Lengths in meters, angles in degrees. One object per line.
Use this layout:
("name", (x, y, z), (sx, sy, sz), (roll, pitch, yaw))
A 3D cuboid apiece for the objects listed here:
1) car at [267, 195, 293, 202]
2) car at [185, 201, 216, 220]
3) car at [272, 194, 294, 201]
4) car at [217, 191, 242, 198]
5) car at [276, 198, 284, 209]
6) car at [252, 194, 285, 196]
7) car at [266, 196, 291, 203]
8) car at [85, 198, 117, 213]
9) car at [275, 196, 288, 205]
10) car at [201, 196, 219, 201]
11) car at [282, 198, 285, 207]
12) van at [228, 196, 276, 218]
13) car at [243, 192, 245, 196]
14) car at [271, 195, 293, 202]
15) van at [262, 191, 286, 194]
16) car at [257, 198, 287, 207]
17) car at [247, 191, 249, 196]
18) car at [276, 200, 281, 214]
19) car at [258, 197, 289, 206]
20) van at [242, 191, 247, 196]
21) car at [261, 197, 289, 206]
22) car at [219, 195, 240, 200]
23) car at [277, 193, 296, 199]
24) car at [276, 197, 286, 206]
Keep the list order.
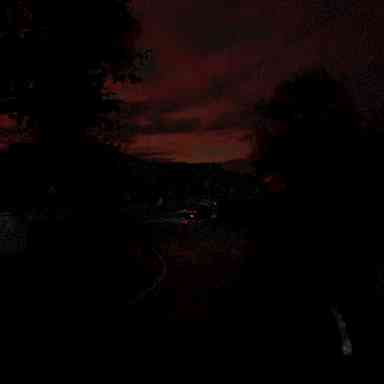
("car", (19.419, 1.385, 73.367), (5.366, 1.575, 1.946), (0, 1, 19))
("car", (0.804, 2.080, 35.000), (1.837, 1.490, 4.892), (0, 1, 19))
("car", (21.434, 1.303, 78.542), (4.892, 1.521, 2.231), (0, 1, 19))
("car", (8.767, 1.092, 82.051), (5.566, 2.045, 2.435), (0, 1, 19))
("car", (8.417, 1.913, 41.936), (5.366, 1.575, 1.946), (0, 1, 19))
("car", (12.288, 1.611, 52.338), (4.553, 1.767, 2.185), (0, 1, 19))
("car", (17.733, 1.504, 68.076), (4.792, 1.488, 2.163), (0, 1, 19))
("car", (-11.341, 1.503, 41.744), (2.097, 1.767, 4.553), (0, 6, 19))
("car", (11.348, 1.781, 49.728), (5.008, 1.535, 2.097), (0, 1, 19))
("car", (2.048, 1.863, 48.670), (1.882, 1.535, 5.008), (0, 1, 19))
("car", (9.537, 1.900, 44.484), (4.792, 1.488, 2.163), (0, 1, 19))
("van", (6.646, 1.781, 36.672), (4.442, 1.987, 1.878), (0, 1, 19))
("car", (10.651, 1.296, 87.336), (4.674, 1.452, 2.002), (0, 1, 19))
("car", (20.539, 1.374, 75.916), (4.792, 1.488, 2.163), (0, 1, 19))
("van", (16.035, 1.335, 62.787), (4.442, 1.987, 1.878), (0, 1, 19))
("car", (13.174, 1.732, 54.971), (4.674, 1.452, 2.002), (0, 1, 19))
("car", (12.495, 1.169, 92.629), (5.008, 1.535, 2.097), (0, 1, 19))
("car", (7.703, 1.991, 39.244), (4.792, 1.488, 2.163), (0, 1, 19))
("car", (14.088, 1.648, 57.590), (5.008, 1.535, 2.097), (0, 1, 19))
("van", (11.682, 0.986, 89.940), (4.442, 1.987, 1.878), (0, 1, 19))
("car", (15.008, 1.645, 60.211), (4.674, 1.452, 2.002), (0, 1, 19))
("car", (7.151, 1.742, 63.071), (1.895, 1.301, 4.718), (0, 1, 20))
("car", (26.008, 1.083, 91.644), (5.008, 1.535, 2.097), (0, 1, 19))
("car", (10.420, 1.827, 47.113), (4.892, 1.521, 2.231), (0, 1, 19))
